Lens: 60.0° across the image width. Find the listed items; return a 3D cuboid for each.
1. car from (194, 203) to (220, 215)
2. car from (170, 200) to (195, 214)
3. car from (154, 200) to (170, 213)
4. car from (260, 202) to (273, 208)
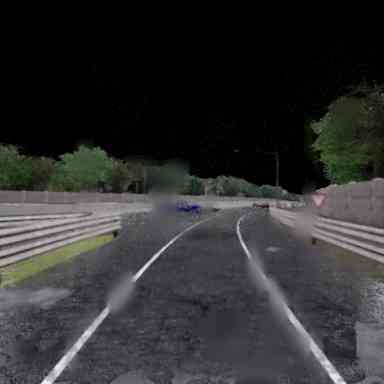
[{"bbox_3d":[2.558,2.594,48.884,1.895,1.301,4.718,0,-1,25],"label":"car"},{"bbox_3d":[-0.596,2.234,50.404,2.150,2.045,5.566,0,-1,25],"label":"car"},{"bbox_3d":[-3.759,2.253,51.904,2.150,2.045,5.566,0,-1,25],"label":"car"},{"bbox_3d":[19.404,3.390,84.388,1.837,1.490,4.892,0,-1,25],"label":"car"}]
